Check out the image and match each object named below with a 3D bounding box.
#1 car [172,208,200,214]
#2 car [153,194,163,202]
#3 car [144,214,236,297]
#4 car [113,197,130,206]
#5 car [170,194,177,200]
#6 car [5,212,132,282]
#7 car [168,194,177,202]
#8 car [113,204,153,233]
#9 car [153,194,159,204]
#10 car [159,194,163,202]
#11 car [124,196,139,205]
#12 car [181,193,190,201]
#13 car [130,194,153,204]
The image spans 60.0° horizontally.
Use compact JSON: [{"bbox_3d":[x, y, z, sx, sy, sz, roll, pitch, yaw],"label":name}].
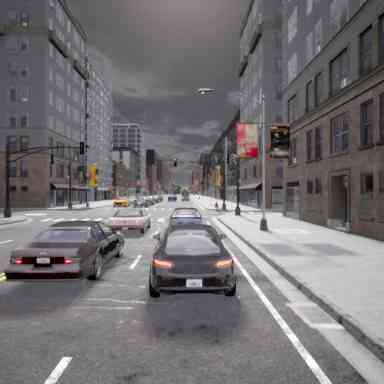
[{"bbox_3d":[-0.328,1.553,18.052,2.033,1.411,5.357,0,0,-1],"label":"car"},{"bbox_3d":[-8.054,1.371,79.514,2.097,1.767,4.553,0,0,-1],"label":"car"},{"bbox_3d":[-0.036,1.528,8.465,1.812,1.442,4.674,0,0,-2],"label":"car"},{"bbox_3d":[-10.842,1.501,51.533,1.882,1.535,5.008,0,0,-1],"label":"car"},{"bbox_3d":[-5.027,1.398,90.740,1.837,1.490,4.892,0,0,-1],"label":"car"},{"bbox_3d":[-3.311,1.550,9.804,2.033,1.411,5.357,0,0,-1],"label":"car"},{"bbox_3d":[-4.819,1.503,80.322,1.882,1.535,5.008,0,0,-1],"label":"car"},{"bbox_3d":[-3.507,1.607,19.469,1.895,1.301,4.718,0,0,-1],"label":"car"},{"bbox_3d":[-7.727,1.517,59.413,2.128,1.511,4.902,0,0,-1],"label":"car"},{"bbox_3d":[-7.850,1.554,69.283,2.128,1.511,4.902,0,0,-1],"label":"car"},{"bbox_3d":[-10.991,1.552,60.756,1.812,1.442,4.674,0,0,-1],"label":"car"},{"bbox_3d":[-1.578,1.621,80.833,1.895,1.301,4.718,0,0,-1],"label":"car"},{"bbox_3d":[-7.560,1.513,50.059,2.128,1.511,4.902,0,0,-1],"label":"car"}]
